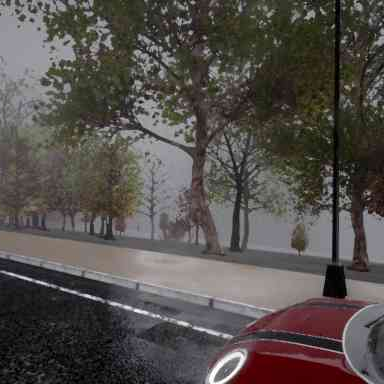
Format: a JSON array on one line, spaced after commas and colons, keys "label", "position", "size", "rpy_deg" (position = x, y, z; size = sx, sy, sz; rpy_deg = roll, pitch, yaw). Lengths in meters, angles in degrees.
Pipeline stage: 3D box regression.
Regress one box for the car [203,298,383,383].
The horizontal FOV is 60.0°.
[{"label": "car", "position": [2.238, 1.352, 2.079], "size": [4.553, 1.767, 2.097], "rpy_deg": [0, 0, 36]}]
